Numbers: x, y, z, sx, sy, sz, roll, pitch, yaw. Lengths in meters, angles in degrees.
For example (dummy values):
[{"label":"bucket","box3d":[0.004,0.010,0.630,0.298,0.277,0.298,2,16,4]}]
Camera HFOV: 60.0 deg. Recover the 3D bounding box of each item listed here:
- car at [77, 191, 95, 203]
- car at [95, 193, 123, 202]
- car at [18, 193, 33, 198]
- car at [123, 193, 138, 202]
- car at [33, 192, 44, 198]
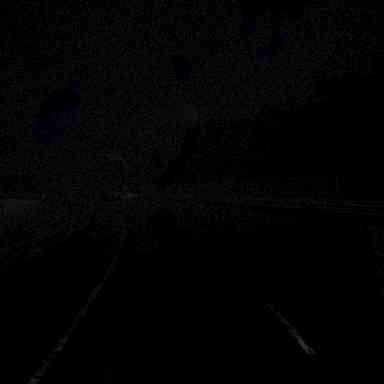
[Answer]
[{"label":"car","box3d":[-17.990,1.041,56.537,2.033,1.411,5.357,-1,1,-36]},{"label":"car","box3d":[-14.381,0.955,57.478,2.128,1.511,4.902,-1,1,-36]},{"label":"car","box3d":[-41.615,0.957,81.065,4.718,1.301,1.895,0,1,36]},{"label":"car","box3d":[-11.277,0.955,59.114,1.812,1.442,4.674,-1,1,-36]},{"label":"car","box3d":[-38.301,0.847,82.953,4.674,1.442,1.812,0,1,37]}]
